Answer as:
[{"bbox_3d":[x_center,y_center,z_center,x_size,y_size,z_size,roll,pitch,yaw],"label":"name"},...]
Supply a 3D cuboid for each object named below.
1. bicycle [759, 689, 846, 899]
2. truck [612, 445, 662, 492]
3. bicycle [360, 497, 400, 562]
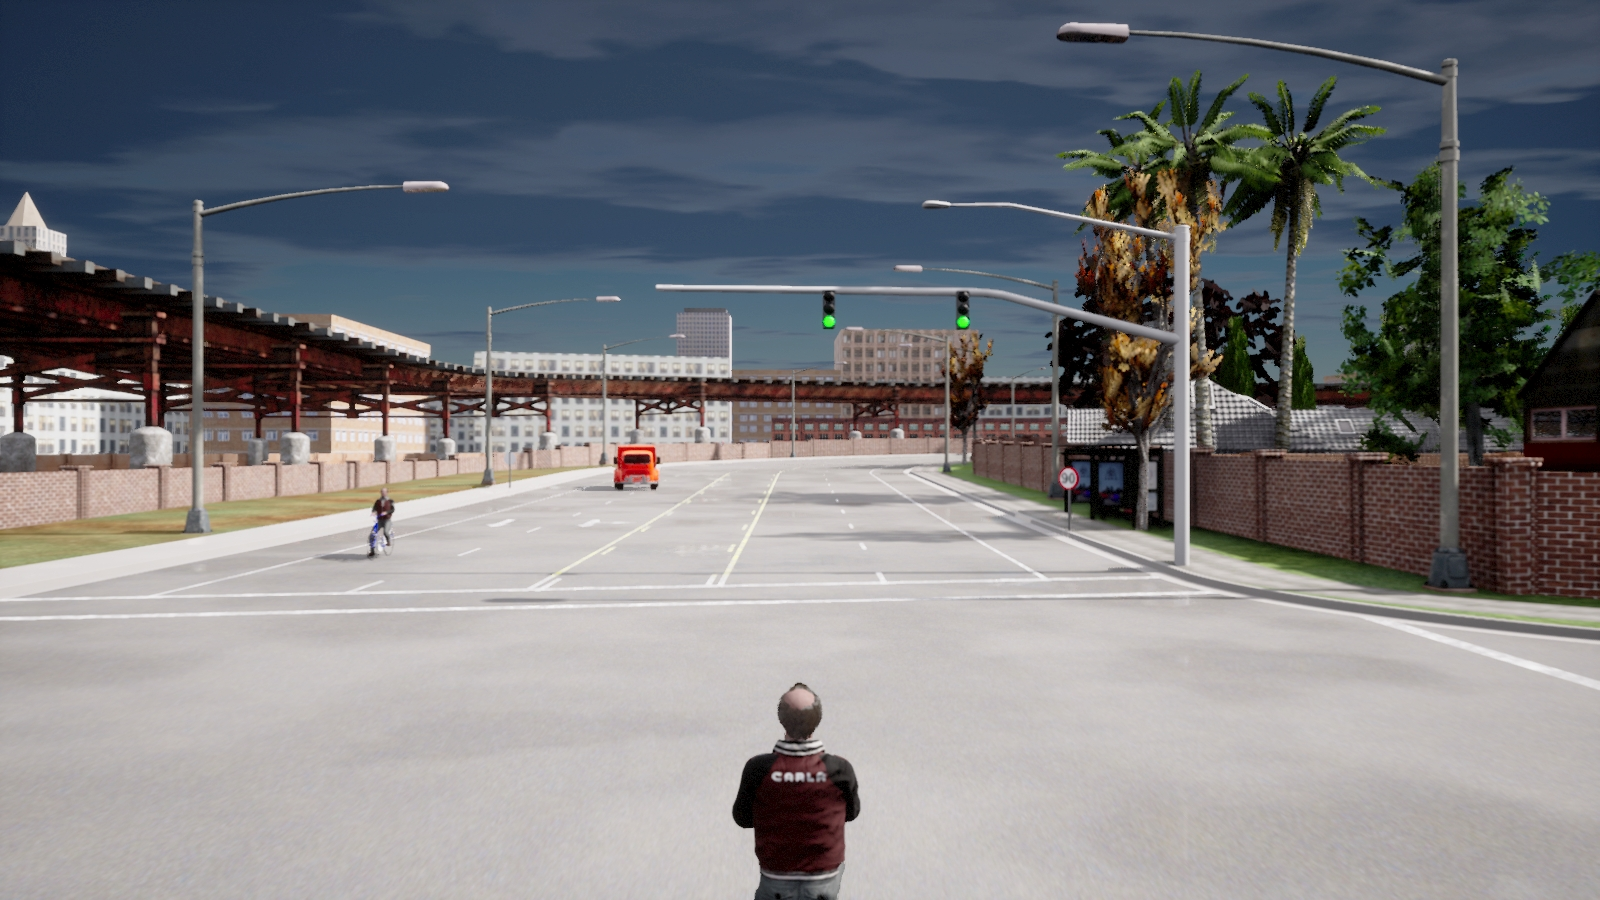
[{"bbox_3d":[0.012,2.044,5.268,0.329,1.496,1.835,0,0,0],"label":"bicycle"},{"bbox_3d":[-9.088,0.967,63.562,2.627,2.467,5.204,0,1,-9],"label":"truck"},{"bbox_3d":[-10.485,1.966,28.594,0.329,1.496,1.835,0,0,0],"label":"bicycle"}]
